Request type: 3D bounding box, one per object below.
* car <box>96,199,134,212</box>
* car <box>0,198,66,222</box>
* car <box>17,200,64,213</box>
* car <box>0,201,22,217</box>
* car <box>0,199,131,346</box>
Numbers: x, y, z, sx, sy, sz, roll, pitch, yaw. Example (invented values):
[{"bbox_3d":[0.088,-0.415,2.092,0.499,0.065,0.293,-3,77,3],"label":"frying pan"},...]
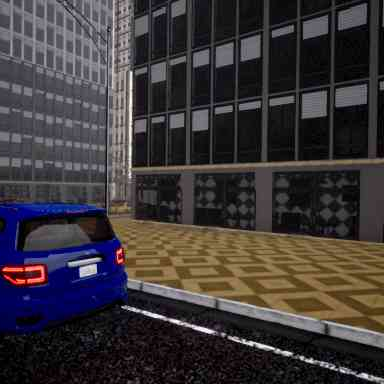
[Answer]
[{"bbox_3d":[-10.234,1.715,44.516,1.882,1.535,5.008,1,0,37],"label":"car"},{"bbox_3d":[-14.124,1.519,29.521,2.192,1.841,5.009,1,0,36],"label":"car"},{"bbox_3d":[-17.620,1.643,38.896,1.752,1.417,4.829,1,0,36],"label":"car"},{"bbox_3d":[-19.191,1.670,32.374,1.994,1.385,4.181,1,0,36],"label":"car"},{"bbox_3d":[-3.683,1.218,6.311,5.566,2.045,2.150,0,0,35],"label":"car"}]
